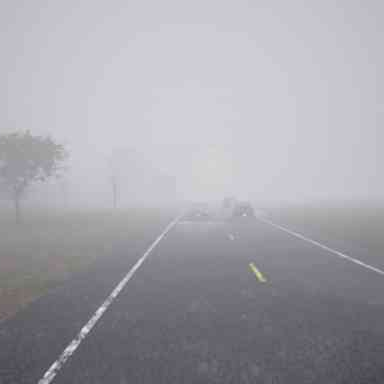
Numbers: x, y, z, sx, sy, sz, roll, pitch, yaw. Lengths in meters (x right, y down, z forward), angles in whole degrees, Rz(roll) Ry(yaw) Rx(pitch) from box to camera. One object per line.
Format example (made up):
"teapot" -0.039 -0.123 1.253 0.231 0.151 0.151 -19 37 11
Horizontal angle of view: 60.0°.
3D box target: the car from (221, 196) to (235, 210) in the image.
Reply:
"car" 4.636 1.315 41.087 2.097 1.767 4.553 0 0 4

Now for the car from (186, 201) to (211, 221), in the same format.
"car" 0.552 1.498 27.483 1.812 1.442 4.674 0 0 2

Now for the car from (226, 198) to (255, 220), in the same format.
"car" 4.088 1.487 27.588 1.837 1.490 4.892 0 0 3
